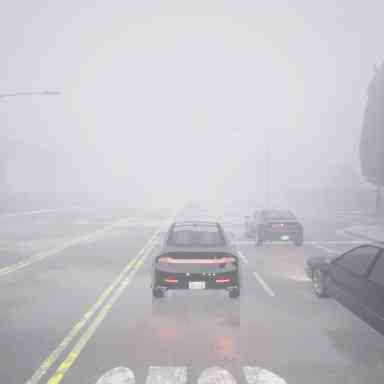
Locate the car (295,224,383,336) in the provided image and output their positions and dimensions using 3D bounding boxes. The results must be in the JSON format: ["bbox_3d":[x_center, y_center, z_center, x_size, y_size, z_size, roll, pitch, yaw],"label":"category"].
[{"bbox_3d":[3.592,1.547,5.452,2.033,1.411,5.357,0,0,0],"label":"car"}]

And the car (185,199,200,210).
[{"bbox_3d":[0.029,1.601,43.790,1.895,1.301,4.718,0,0,0],"label":"car"}]

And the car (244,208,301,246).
[{"bbox_3d":[3.576,1.505,15.199,1.837,1.490,4.892,0,0,0],"label":"car"}]

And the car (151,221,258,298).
[{"bbox_3d":[0.087,1.492,8.500,2.128,1.511,4.902,0,0,0],"label":"car"}]
